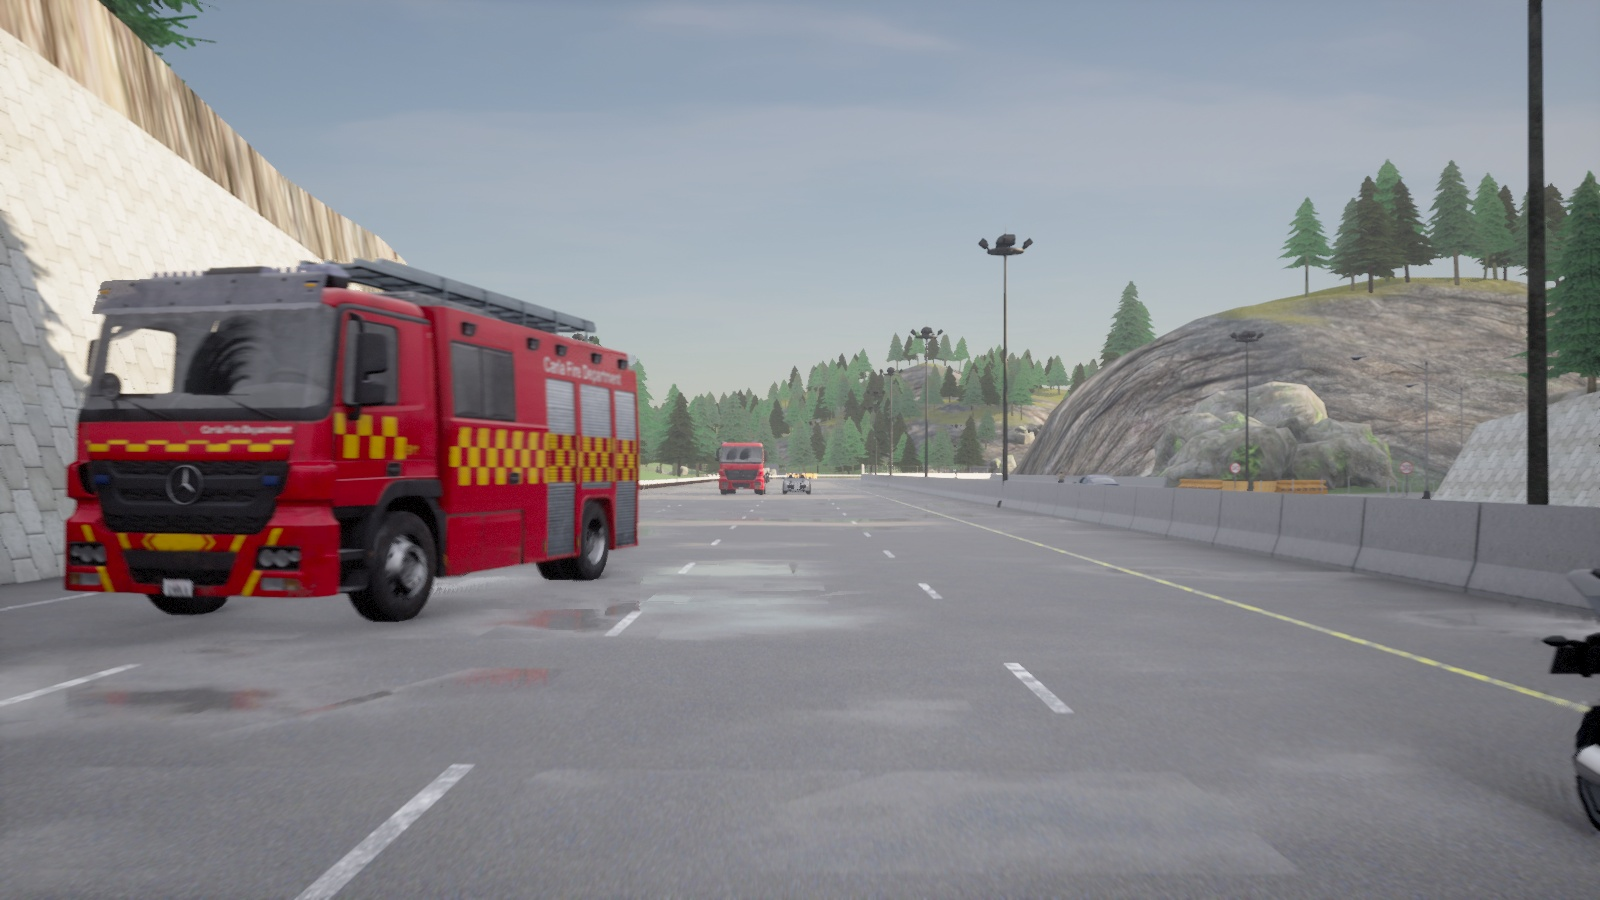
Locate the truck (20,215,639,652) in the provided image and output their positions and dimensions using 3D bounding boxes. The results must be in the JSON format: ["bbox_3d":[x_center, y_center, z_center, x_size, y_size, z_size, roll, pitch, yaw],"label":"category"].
[{"bbox_3d":[-4.848,-0.072,15.442,2.891,3.827,8.468,0,-1,13],"label":"truck"}]

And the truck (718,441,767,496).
[{"bbox_3d":[-3.706,1.239,83.124,2.891,3.462,7.936,0,-1,0],"label":"truck"}]

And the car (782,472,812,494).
[{"bbox_3d":[-0.204,2.185,83.889,1.970,1.475,3.806,0,-1,0],"label":"car"}]

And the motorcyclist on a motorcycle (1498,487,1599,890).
[{"bbox_3d":[3.487,0.909,4.378,0.866,1.530,2.191,0,-1,0],"label":"motorcyclist on a motorcycle"}]

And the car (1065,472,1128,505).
[{"bbox_3d":[13.857,1.771,58.896,1.812,1.442,4.674,0,-1,0],"label":"car"}]
